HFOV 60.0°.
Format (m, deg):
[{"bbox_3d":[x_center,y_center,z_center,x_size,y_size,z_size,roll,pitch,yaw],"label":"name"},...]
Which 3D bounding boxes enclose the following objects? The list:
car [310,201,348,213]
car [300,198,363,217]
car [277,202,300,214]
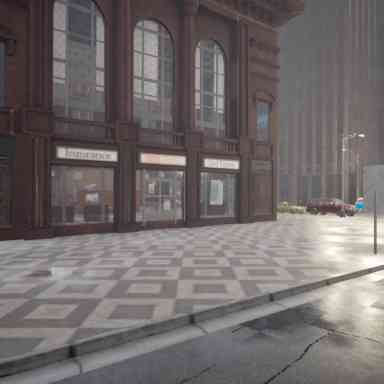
[{"bbox_3d":[17.704,1.899,43.138,1.802,1.307,4.206,-1,0,-35],"label":"car"},{"bbox_3d":[13.986,1.524,33.620,2.192,1.841,5.009,0,0,-35],"label":"car"},{"bbox_3d":[10.842,1.800,38.074,1.752,1.417,4.829,0,0,-35],"label":"car"}]
